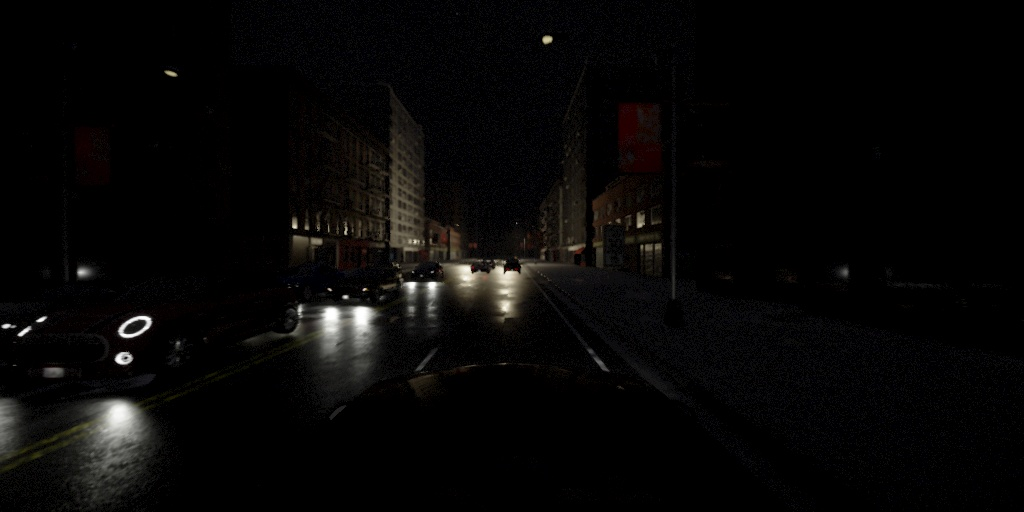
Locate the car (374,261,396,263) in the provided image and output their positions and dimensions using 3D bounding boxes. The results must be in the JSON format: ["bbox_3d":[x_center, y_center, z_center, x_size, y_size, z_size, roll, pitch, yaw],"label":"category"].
[{"bbox_3d":[-9.833,1.124,27.378,2.128,1.511,4.902,0,0,0],"label":"car"}]

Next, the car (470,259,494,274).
[{"bbox_3d":[-3.234,1.186,37.767,1.895,1.301,4.718,0,0,0],"label":"car"}]

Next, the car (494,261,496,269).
[{"bbox_3d":[-3.219,1.081,48.931,2.033,1.411,5.357,0,0,0],"label":"car"}]

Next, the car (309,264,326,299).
[{"bbox_3d":[-9.842,1.158,17.279,1.882,1.535,5.008,0,0,0],"label":"car"}]

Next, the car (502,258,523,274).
[{"bbox_3d":[0.019,1.092,37.611,1.837,1.490,4.892,0,1,0],"label":"car"}]

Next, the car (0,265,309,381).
[{"bbox_3d":[-6.596,1.077,7.402,2.097,1.767,4.553,0,0,0],"label":"car"}]

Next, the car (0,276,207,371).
[{"bbox_3d":[-9.846,1.285,8.306,1.994,1.385,4.181,0,0,0],"label":"car"}]

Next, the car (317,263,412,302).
[{"bbox_3d":[-6.594,1.229,16.871,2.033,1.411,5.357,0,0,0],"label":"car"}]

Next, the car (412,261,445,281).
[{"bbox_3d":[-6.575,1.154,28.364,1.812,1.442,4.674,0,0,0],"label":"car"}]
